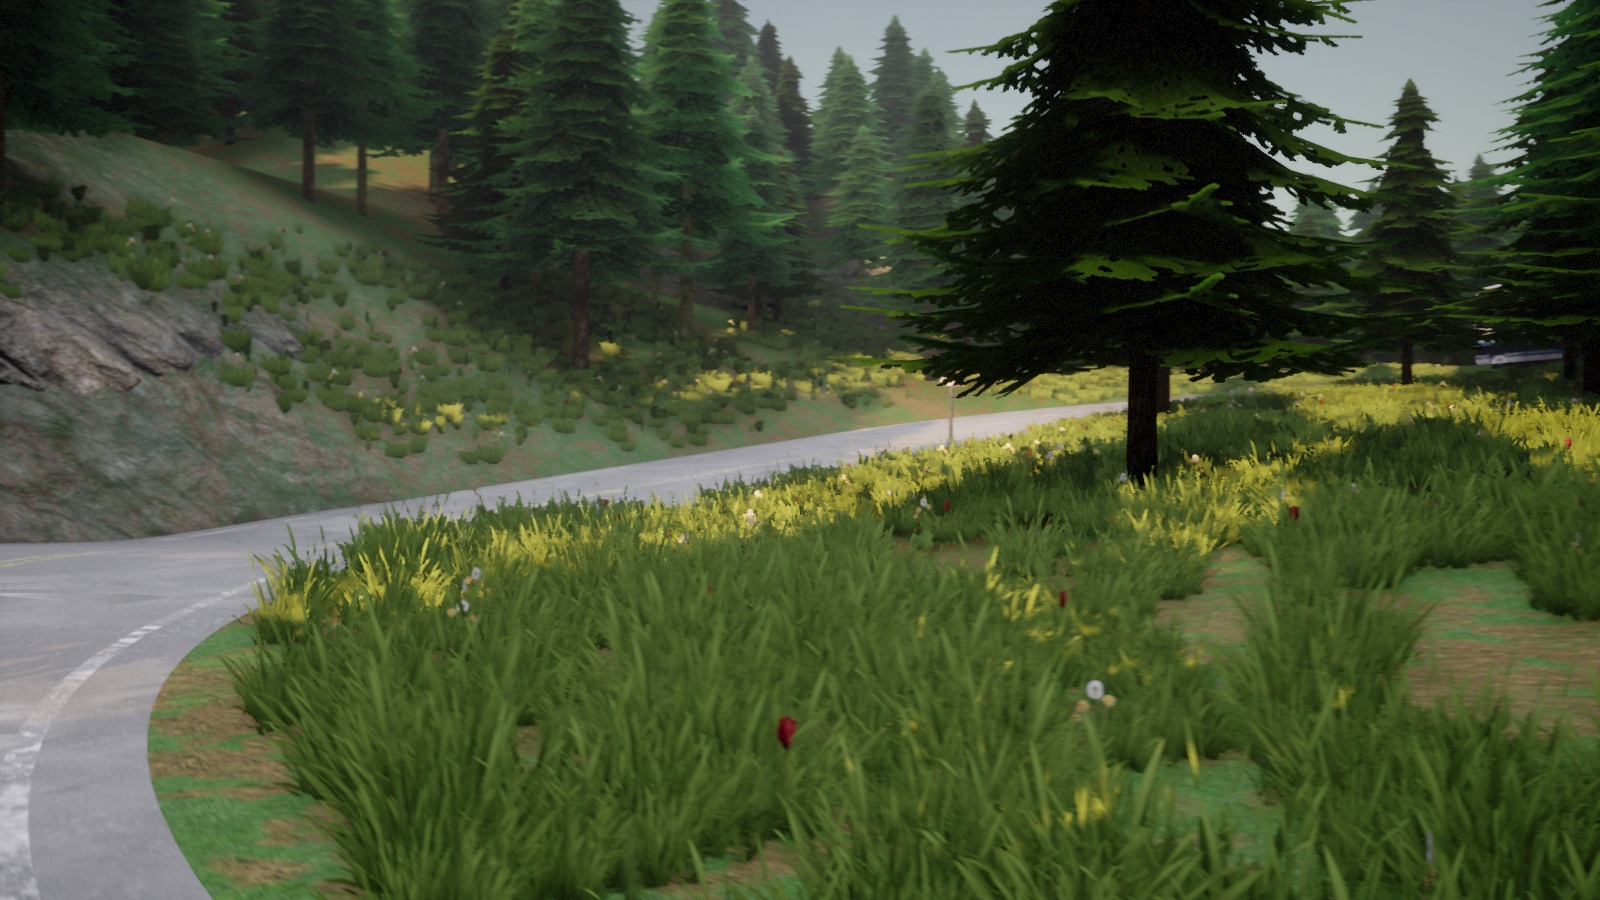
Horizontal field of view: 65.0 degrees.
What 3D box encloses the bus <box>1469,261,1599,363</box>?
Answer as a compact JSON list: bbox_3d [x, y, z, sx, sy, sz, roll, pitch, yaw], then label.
[{"bbox_3d":[38.451,-6.851,60.671,10.273,4.253,3.944,-6,2,-10],"label":"bus"}]
